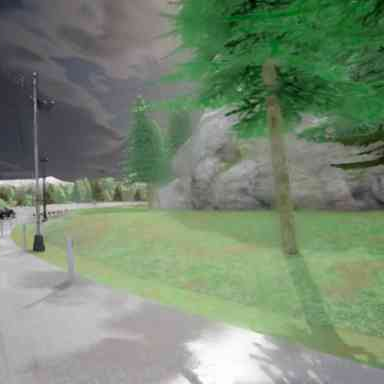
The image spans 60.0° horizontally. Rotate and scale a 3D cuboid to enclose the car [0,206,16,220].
[{"bbox_3d":[-21.213,2.338,36.961,1.812,1.442,4.674,-2,-1,-7],"label":"car"}]
